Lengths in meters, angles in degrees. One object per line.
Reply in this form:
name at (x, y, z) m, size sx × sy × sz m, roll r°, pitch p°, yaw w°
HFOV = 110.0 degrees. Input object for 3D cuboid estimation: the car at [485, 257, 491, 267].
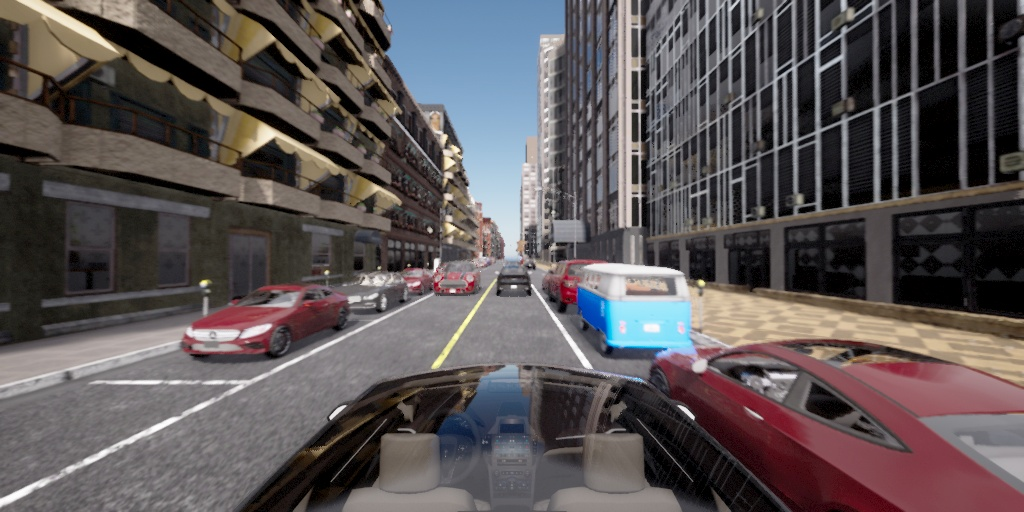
car at (-5.335, 1.213, 63.791) m, size 1.967 × 1.591 × 4.097 m, roll 0°, pitch 0°, yaw 0°

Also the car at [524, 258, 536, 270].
car at (2.549, 1.324, 52.730) m, size 1.948 × 1.339 × 4.313 m, roll 0°, pitch 0°, yaw 0°

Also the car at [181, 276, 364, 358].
car at (-5.317, 1.329, 8.433) m, size 1.802 × 1.307 × 4.207 m, roll 0°, pitch 0°, yaw 0°

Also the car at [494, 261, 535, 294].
car at (0.092, 1.251, 20.084) m, size 1.837 × 1.490 × 4.892 m, roll 0°, pitch 0°, yaw 0°

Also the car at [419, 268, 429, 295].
car at (-5.321, 1.326, 19.505) m, size 1.802 × 1.307 × 4.207 m, roll 0°, pitch 0°, yaw 0°

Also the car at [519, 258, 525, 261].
car at (0.083, 1.252, 38.235) m, size 1.837 × 1.490 × 4.892 m, roll 0°, pitch 0°, yaw 0°

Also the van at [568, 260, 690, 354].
van at (2.564, 1.088, 8.446) m, size 1.690 × 1.789 × 3.998 m, roll 0°, pitch 0°, yaw 0°

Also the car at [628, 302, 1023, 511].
car at (2.565, 1.331, 2.912) m, size 1.802 × 1.307 × 4.207 m, roll 0°, pitch 0°, yaw 0°

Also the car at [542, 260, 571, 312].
car at (2.562, 1.060, 13.981) m, size 2.192 × 1.841 × 5.009 m, roll 0°, pitch 0°, yaw 0°

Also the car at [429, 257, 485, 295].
car at (-2.854, 1.096, 19.560) m, size 2.097 × 1.767 × 4.553 m, roll 0°, pitch 0°, yaw 0°

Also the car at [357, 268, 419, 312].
car at (-5.319, 1.296, 13.969) m, size 2.007 × 1.370 × 4.403 m, roll 0°, pitch 0°, yaw 0°
